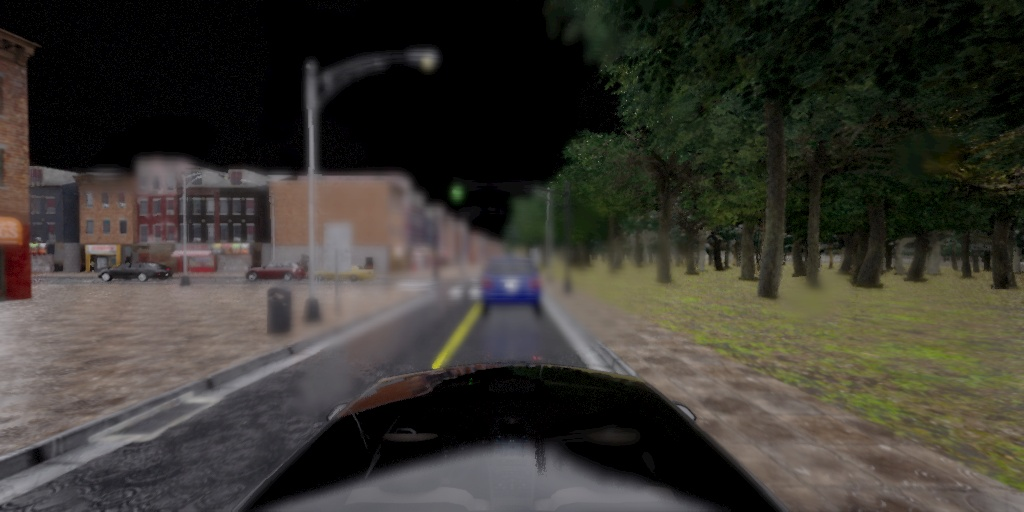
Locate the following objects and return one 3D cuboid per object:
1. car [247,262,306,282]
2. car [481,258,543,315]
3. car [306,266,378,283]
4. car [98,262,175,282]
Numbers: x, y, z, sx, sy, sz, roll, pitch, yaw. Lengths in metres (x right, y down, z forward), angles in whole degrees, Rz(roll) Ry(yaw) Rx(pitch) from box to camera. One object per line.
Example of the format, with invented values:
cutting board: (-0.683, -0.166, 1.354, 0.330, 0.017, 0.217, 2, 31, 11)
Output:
car: (-18.636, 1.227, 28.459, 4.097, 1.591, 1.967, 0, 0, 0)
car: (0.014, 1.091, 14.426, 2.150, 2.045, 5.566, 0, 0, 0)
car: (-13.265, 1.347, 28.491, 4.829, 1.417, 1.751, 0, 0, 0)
car: (-29.779, 1.222, 28.494, 4.892, 1.490, 1.837, 0, 1, 0)
